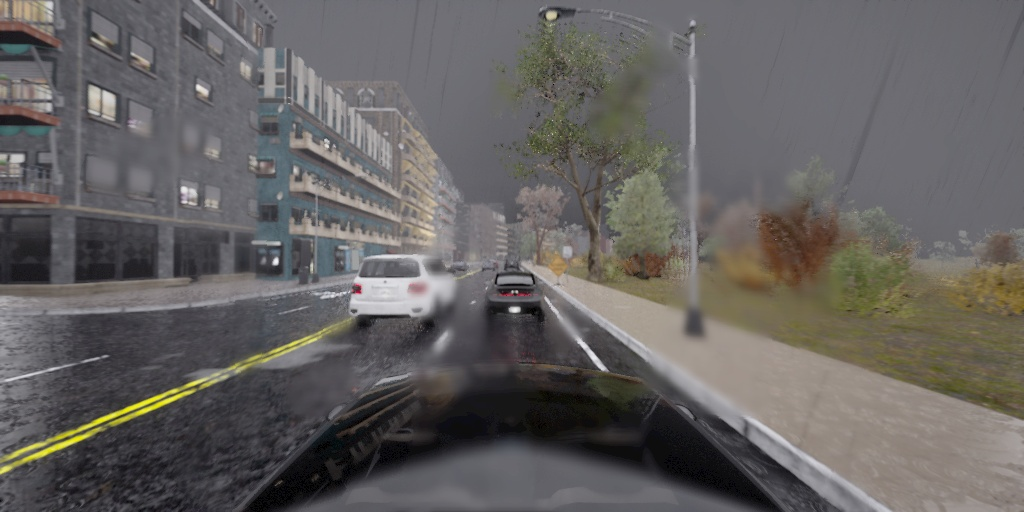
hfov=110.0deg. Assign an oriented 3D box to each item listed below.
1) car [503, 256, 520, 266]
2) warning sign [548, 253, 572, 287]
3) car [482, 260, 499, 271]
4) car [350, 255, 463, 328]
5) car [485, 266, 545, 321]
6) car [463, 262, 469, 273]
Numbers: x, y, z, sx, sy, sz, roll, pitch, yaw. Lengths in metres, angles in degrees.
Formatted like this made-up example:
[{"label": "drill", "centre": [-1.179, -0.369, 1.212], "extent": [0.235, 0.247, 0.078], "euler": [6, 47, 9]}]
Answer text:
[{"label": "car", "centre": [-0.029, 1.089, 51.188], "extent": [2.150, 2.045, 5.566], "euler": [0, 0, 0]}, {"label": "warning sign", "centre": [2.838, 0.912, 21.922], "extent": [1.300, 1.860, 1.060], "euler": [0, 0, 0]}, {"label": "car", "centre": [-3.280, 1.415, 51.155], "extent": [2.033, 1.411, 5.357], "euler": [0, 0, 0]}, {"label": "car", "centre": [-3.156, 0.994, 11.586], "extent": [2.150, 2.045, 5.566], "euler": [0, 0, 0]}, {"label": "car", "centre": [0.092, 1.280, 12.620], "extent": [1.837, 1.490, 4.892], "euler": [0, 0, 0]}, {"label": "car", "centre": [-6.597, 1.401, 45.726], "extent": [2.033, 1.411, 5.357], "euler": [0, 0, 0]}]
